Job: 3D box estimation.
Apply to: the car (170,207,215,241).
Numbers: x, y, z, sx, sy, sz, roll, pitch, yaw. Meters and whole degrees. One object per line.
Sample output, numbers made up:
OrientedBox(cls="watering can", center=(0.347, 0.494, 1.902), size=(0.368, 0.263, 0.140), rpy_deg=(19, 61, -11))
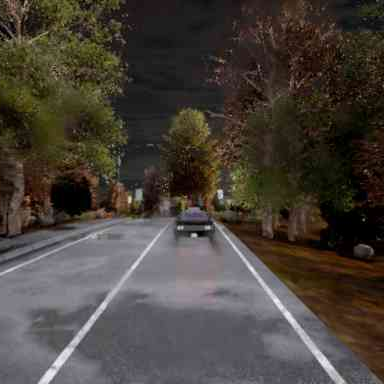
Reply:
OrientedBox(cls="car", center=(0.098, 1.633, 16.867), size=(1.895, 1.301, 4.718), rpy_deg=(0, -1, 0))

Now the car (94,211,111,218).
OrientedBox(cls="car", center=(-19.236, 4.927, 71.335), size=(2.097, 1.767, 4.553), rpy_deg=(-1, -5, 12))

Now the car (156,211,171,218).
OrientedBox(cls="car", center=(-6.204, 5.712, 83.961), size=(5.566, 2.045, 2.150), rpy_deg=(2, -5, -13))
